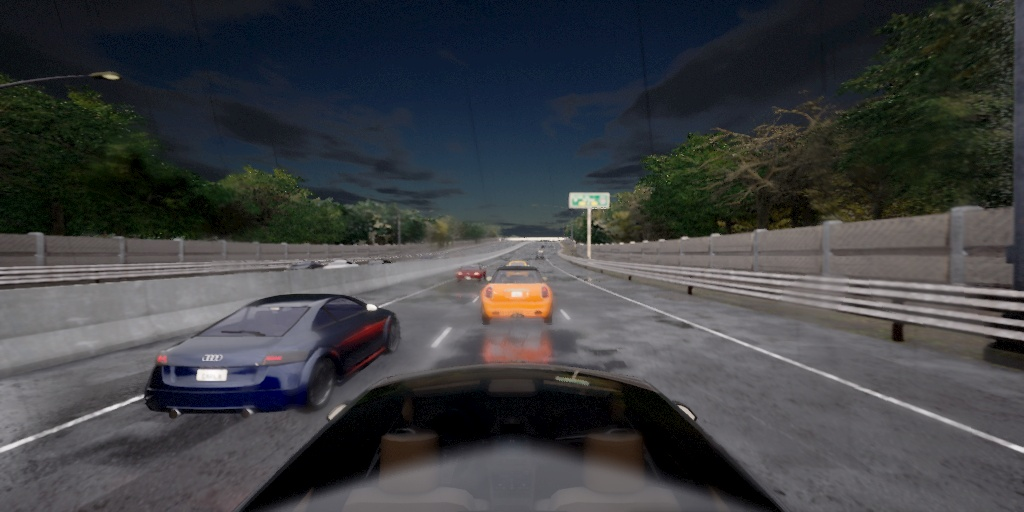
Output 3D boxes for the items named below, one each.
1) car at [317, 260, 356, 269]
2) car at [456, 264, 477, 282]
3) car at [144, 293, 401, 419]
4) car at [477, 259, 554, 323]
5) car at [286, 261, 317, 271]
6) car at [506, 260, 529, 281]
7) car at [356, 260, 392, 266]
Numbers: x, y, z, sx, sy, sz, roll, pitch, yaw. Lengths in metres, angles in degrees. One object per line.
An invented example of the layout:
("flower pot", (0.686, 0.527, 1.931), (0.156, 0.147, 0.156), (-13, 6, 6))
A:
("car", (-17.061, 1.165, 35.867), (1.812, 1.442, 4.674), (0, 1, 2))
("car", (-3.072, 1.307, 28.112), (1.895, 1.301, 4.718), (0, 0, 1))
("car", (-3.376, 1.310, 6.049), (1.994, 1.385, 4.181), (0, 0, 0))
("car", (0.169, 1.095, 12.165), (2.097, 1.767, 4.553), (0, 0, 0))
("car", (-20.560, 1.201, 35.916), (1.994, 1.385, 4.181), (0, 1, 2))
("car", (0.503, 1.166, 31.052), (1.882, 1.535, 5.008), (0, 0, 1))
("car", (-13.545, 1.142, 36.307), (1.837, 1.490, 4.892), (0, 1, 2))
